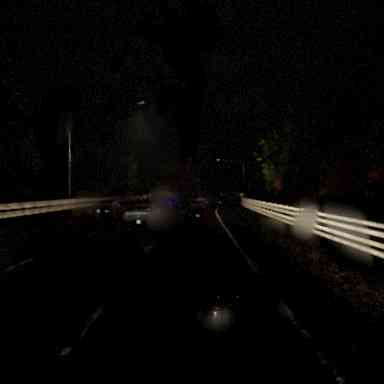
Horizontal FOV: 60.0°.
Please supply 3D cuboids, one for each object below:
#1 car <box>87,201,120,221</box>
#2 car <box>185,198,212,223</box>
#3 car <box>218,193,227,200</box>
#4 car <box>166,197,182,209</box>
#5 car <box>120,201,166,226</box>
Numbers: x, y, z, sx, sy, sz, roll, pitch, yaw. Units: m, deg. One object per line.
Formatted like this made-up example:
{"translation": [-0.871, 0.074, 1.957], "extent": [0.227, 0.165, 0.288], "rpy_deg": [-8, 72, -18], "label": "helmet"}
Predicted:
{"translation": [-6.509, 1.398, 25.872], "extent": [2.033, 1.411, 5.357], "rpy_deg": [0, 0, 2], "label": "car"}
{"translation": [0.452, 1.385, 24.287], "extent": [1.812, 1.442, 4.674], "rpy_deg": [0, 0, 2], "label": "car"}
{"translation": [6.637, 1.043, 72.501], "extent": [1.812, 1.442, 4.674], "rpy_deg": [0, 0, 7], "label": "car"}
{"translation": [-2.350, 1.296, 41.373], "extent": [1.812, 1.442, 4.674], "rpy_deg": [0, 0, 3], "label": "car"}
{"translation": [-3.111, 1.472, 21.956], "extent": [1.895, 1.301, 4.718], "rpy_deg": [0, 0, 2], "label": "car"}
